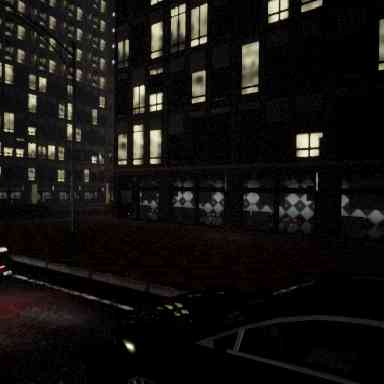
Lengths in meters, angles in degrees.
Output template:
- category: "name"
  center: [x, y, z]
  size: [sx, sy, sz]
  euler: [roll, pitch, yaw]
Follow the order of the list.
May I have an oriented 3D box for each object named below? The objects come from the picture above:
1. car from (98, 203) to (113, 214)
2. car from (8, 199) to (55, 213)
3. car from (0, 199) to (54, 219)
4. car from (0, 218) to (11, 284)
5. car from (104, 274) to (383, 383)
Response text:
- category: "car"
  center: [-8.849, 1.829, 39.766]
  size: [1.752, 1.417, 4.829]
  euler: [1, 0, 36]
- category: "car"
  center: [-19.145, 1.641, 39.917]
  size: [1.752, 1.417, 4.829]
  euler: [1, 0, 36]
- category: "car"
  center: [-15.636, 1.518, 30.546]
  size: [2.192, 1.841, 5.009]
  euler: [1, 0, 36]
- category: "car"
  center: [-6.346, 1.487, 8.185]
  size: [4.902, 1.511, 2.128]
  euler: [0, 0, 36]
- category: "car"
  center: [1.335, 1.491, 2.728]
  size: [4.902, 1.511, 2.128]
  euler: [0, 0, 35]
